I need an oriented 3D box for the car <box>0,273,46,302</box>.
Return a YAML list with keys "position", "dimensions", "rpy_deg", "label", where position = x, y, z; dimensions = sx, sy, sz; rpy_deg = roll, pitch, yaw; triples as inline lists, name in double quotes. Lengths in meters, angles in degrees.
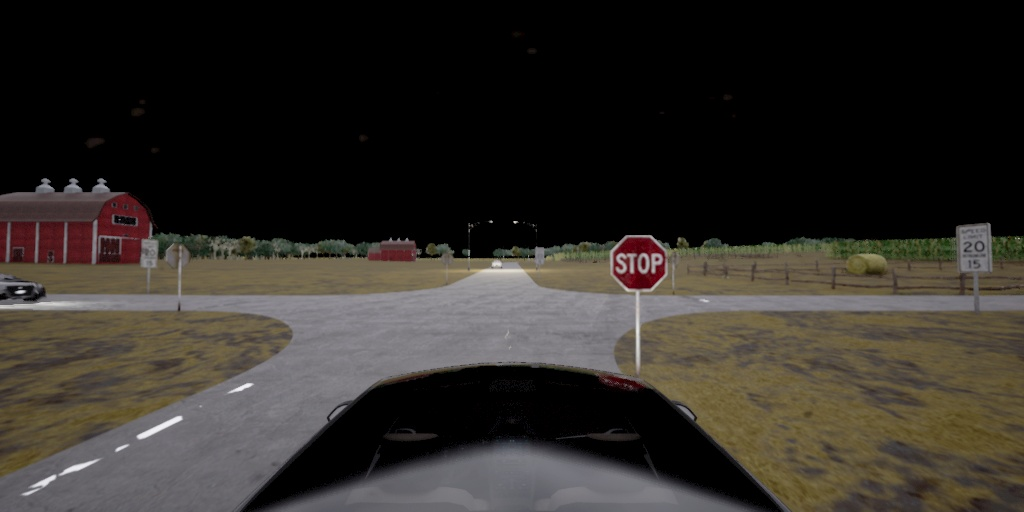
- position: [-21.832, 1.251, 14.498]
  dimensions: [4.181, 1.385, 1.994]
  rpy_deg: [1, -2, 0]
  label: "car"
